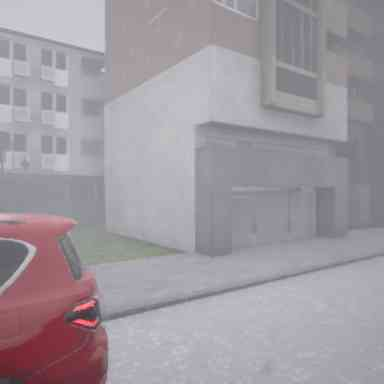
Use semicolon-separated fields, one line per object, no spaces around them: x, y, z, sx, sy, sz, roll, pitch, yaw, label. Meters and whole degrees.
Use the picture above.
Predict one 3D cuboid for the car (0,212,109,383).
-3.377;1.227;2.196;5.566;2.045;2.150;0;0;-35;car
